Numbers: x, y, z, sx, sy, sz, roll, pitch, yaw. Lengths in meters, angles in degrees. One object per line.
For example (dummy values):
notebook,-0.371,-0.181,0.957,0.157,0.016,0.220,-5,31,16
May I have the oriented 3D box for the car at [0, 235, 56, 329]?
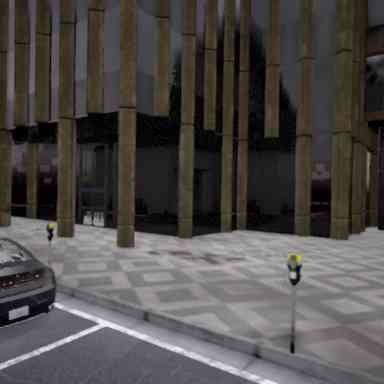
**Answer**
car,-4.193,1.406,5.905,4.403,1.369,2.008,1,1,35
